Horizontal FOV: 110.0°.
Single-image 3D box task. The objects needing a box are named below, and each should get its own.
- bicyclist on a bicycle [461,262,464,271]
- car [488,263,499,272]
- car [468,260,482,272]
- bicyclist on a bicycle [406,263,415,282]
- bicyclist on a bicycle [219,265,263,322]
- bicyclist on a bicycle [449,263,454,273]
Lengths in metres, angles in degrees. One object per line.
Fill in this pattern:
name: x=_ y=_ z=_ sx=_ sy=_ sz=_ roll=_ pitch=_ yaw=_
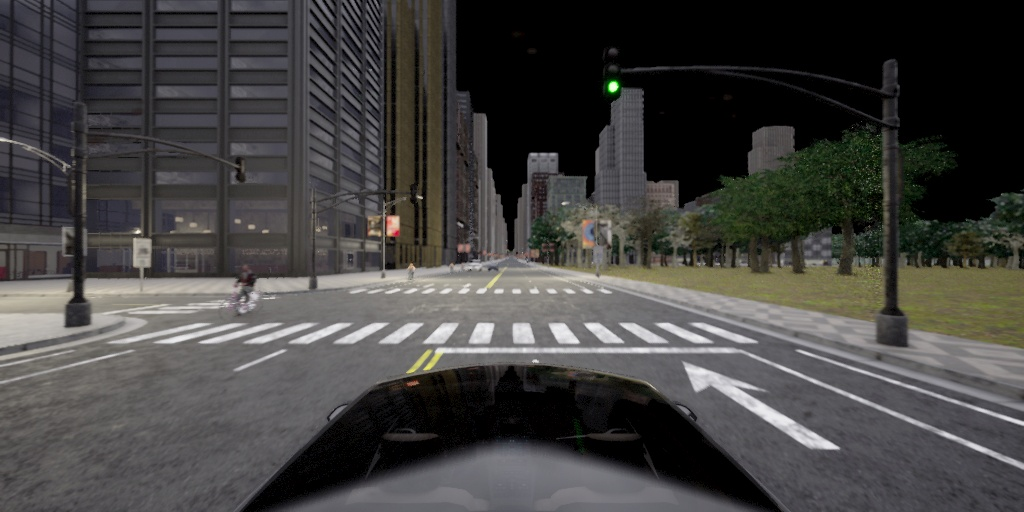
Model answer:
bicyclist on a bicycle: x=-8.772 y=1.908 z=63.215 sx=0.866 sy=1.612 sz=1.509 roll=0 pitch=-1 yaw=0
car: x=-3.294 y=2.028 z=63.865 sx=2.033 sy=1.411 sz=5.357 roll=0 pitch=-1 yaw=0
car: x=-6.543 y=1.687 z=63.837 sx=2.150 sy=2.045 sz=5.566 roll=0 pitch=-1 yaw=0
bicyclist on a bicycle: x=-8.754 y=1.413 z=31.094 sx=0.866 sy=1.612 sz=1.509 roll=0 pitch=-1 yaw=0
bicyclist on a bicycle: x=-8.757 y=1.167 z=11.632 sx=0.659 sy=1.776 sz=1.843 roll=0 pitch=0 yaw=0
bicyclist on a bicycle: x=-8.801 y=1.741 z=52.357 sx=0.866 sy=1.612 sz=1.509 roll=0 pitch=-1 yaw=0
